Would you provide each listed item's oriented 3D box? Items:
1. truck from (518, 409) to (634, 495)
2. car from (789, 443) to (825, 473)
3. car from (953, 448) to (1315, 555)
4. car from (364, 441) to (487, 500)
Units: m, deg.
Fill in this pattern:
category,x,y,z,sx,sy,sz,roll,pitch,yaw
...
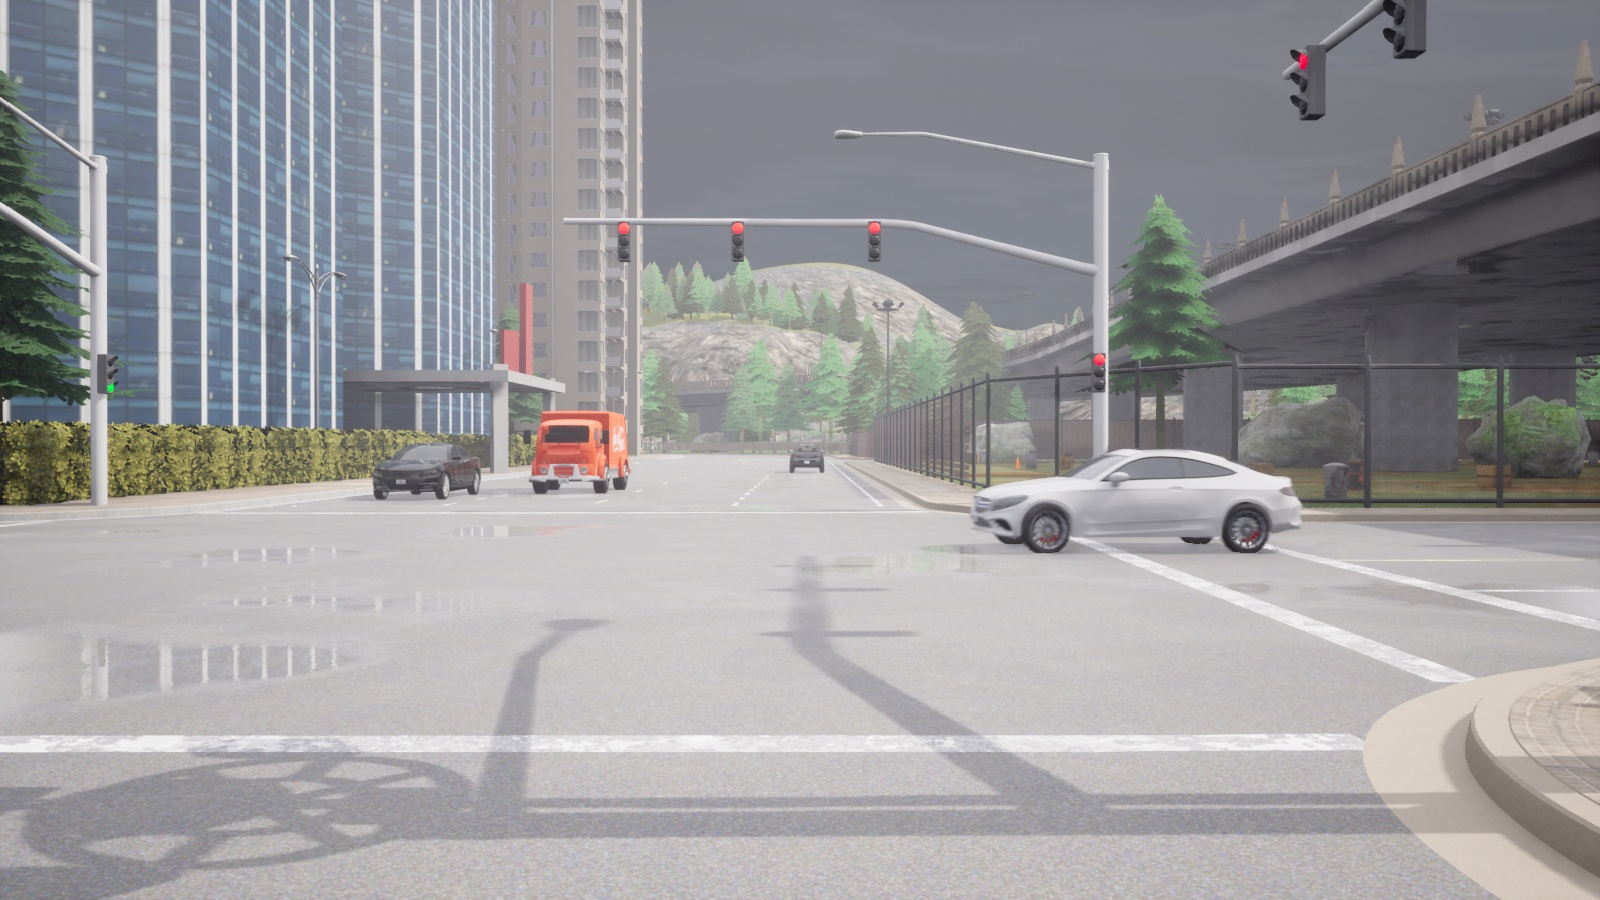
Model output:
category,x,y,z,sx,sy,sz,roll,pitch,yaw
truck,-6.780,0.036,38.678,2.627,2.467,5.204,0,0,0
car,0.357,0.396,64.514,1.816,1.474,4.193,0,0,0
car,4.711,0.708,18.041,4.674,1.442,1.812,0,0,-6
car,-10.300,0.519,34.939,1.882,1.535,5.008,0,0,0
